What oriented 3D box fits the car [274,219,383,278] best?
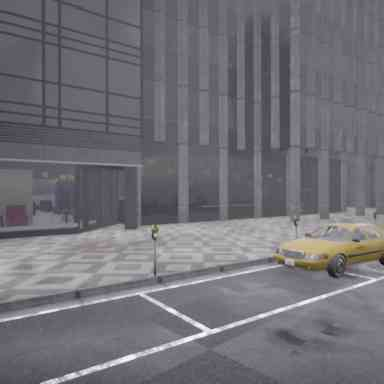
[{"bbox_3d":[4.536,1.522,10.054,4.829,1.417,1.752,0,-1,-35],"label":"car"}]
